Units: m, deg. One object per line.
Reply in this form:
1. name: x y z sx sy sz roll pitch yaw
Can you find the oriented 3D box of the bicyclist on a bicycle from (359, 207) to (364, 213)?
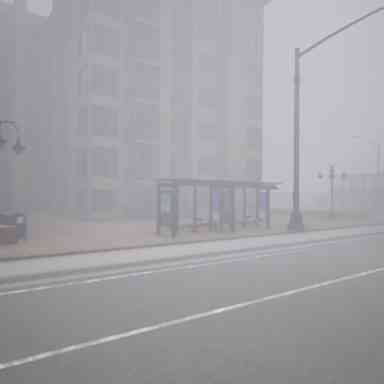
1. bicyclist on a bicycle: 24.934 2.989 48.859 1.656 1.620 0.582 0 -8 -36
